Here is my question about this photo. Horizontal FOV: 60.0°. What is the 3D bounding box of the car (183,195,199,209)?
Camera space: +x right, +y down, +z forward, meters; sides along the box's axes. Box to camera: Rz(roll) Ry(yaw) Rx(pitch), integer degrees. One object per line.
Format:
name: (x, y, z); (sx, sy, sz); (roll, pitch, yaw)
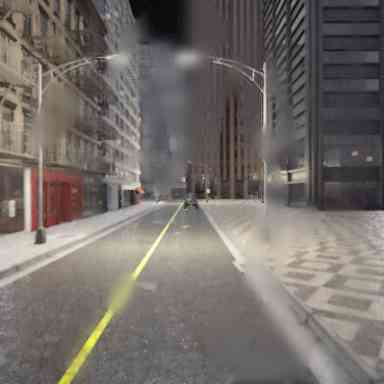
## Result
car: (-0.138, 1.476, 45.070); (1.837, 1.490, 4.892); (0, 0, 0)

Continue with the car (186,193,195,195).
car: (-0.292, 1.175, 62.452); (2.150, 2.045, 5.566); (0, 0, 0)
